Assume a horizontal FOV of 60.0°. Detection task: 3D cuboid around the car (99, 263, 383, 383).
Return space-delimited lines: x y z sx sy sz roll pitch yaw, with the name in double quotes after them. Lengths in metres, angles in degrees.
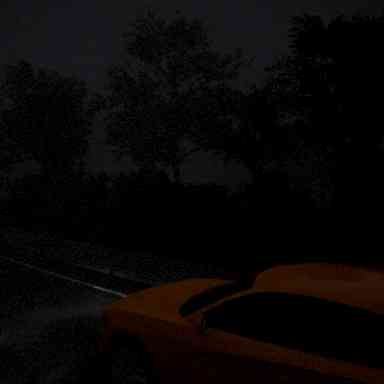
1.173 1.488 3.299 5.008 1.535 1.882 0 0 36 "car"
